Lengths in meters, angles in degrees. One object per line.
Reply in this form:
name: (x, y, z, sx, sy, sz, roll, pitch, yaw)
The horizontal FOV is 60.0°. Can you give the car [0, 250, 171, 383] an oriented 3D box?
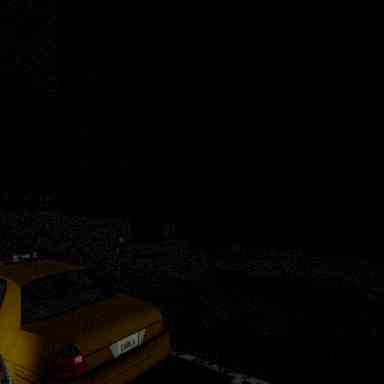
car: (-2.536, 1.525, 4.766, 4.829, 1.417, 1.752, 0, 0, 35)
